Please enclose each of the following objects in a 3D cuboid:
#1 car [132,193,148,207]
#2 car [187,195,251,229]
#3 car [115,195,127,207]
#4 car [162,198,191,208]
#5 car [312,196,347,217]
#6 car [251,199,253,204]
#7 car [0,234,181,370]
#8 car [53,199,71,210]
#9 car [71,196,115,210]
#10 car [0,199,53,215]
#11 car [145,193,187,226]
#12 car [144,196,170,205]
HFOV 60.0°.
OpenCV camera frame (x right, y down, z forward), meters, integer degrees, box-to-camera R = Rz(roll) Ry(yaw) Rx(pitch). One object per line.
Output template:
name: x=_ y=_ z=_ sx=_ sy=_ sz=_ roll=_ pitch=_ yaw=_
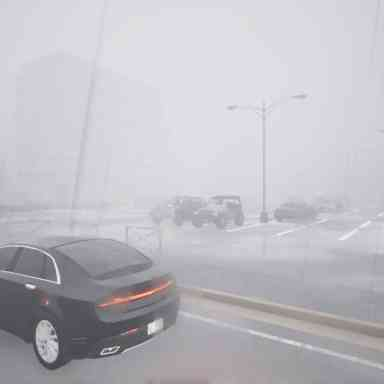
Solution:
car: x=-6.600 y=1.221 z=50.875 sx=2.150 sy=2.045 sz=5.566 roll=0 pitch=0 yaw=34
car: x=1.714 y=1.156 z=20.226 sx=1.905 sy=1.878 sz=3.866 roll=0 pitch=0 yaw=34
car: x=-11.824 y=1.352 z=49.424 sx=2.097 sy=1.767 sz=4.553 roll=0 pitch=0 yaw=34
car: x=-2.313 y=1.601 z=50.663 sx=1.895 sy=1.301 sz=4.718 roll=0 pitch=0 yaw=34
car: x=13.761 y=1.395 z=33.160 sx=1.970 sy=1.475 sz=3.806 roll=0 pitch=0 yaw=34
car: x=9.855 y=1.505 z=62.469 sx=1.837 sy=1.490 sz=4.892 roll=0 pitch=0 yaw=34
car: x=-2.448 y=1.505 z=5.747 sx=4.892 sy=1.490 sz=1.837 roll=0 pitch=0 yaw=36
car: x=-17.161 y=1.547 z=41.507 sx=2.033 sy=1.411 sz=5.357 roll=0 pitch=0 yaw=34
car: x=-12.487 y=1.526 z=42.164 sx=1.812 sy=1.442 sz=4.674 roll=0 pitch=0 yaw=34
car: x=-17.489 y=1.601 z=34.753 sx=1.895 sy=1.301 sz=4.718 roll=0 pitch=0 yaw=34
car: x=-0.650 y=1.153 z=21.896 sx=1.932 sy=1.855 sz=4.605 roll=0 pitch=0 yaw=34
car: x=-6.044 y=1.526 z=57.934 sx=1.812 sy=1.442 sz=4.674 roll=0 pitch=0 yaw=35
